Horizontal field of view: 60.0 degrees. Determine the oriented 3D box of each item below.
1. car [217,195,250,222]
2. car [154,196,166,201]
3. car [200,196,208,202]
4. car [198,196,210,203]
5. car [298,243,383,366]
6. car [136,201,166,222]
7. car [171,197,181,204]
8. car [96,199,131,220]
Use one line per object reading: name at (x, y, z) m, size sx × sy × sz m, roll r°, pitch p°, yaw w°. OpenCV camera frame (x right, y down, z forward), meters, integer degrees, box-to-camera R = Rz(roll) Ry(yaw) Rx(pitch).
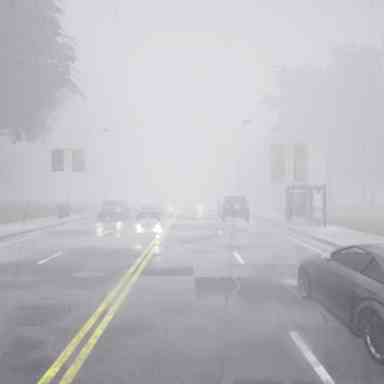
car at (3.328, 1.281, 27.299) m, size 2.150 × 2.045 × 5.566 m, roll 0°, pitch 0°, yaw 0°
car at (-6.554, 1.537, 68.621) m, size 2.097 × 1.767 × 4.553 m, roll 0°, pitch 0°, yaw 0°
car at (3.180, 1.870, 88.673) m, size 1.812 × 1.442 × 4.674 m, roll 0°, pitch 0°, yaw 0°
car at (3.188, 1.769, 77.701) m, size 2.163 × 1.488 × 4.792 m, roll 0°, pitch 0°, yaw 0°
car at (3.344, 1.575, 5.784) m, size 1.994 × 1.385 × 4.181 m, roll 0°, pitch 0°, yaw 0°
car at (-3.370, 1.660, 27.209) m, size 1.895 × 1.301 × 4.718 m, roll 0°, pitch 0°, yaw 0°
car at (-3.304, 1.728, 68.187) m, size 2.033 × 1.411 × 5.357 m, roll 0°, pitch 0°, yaw 0°
car at (-6.618, 1.414, 28.308) m, size 2.097 × 1.767 × 4.553 m, roll 0°, pitch 0°, yaw 0°
